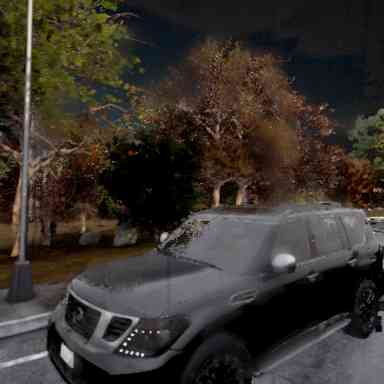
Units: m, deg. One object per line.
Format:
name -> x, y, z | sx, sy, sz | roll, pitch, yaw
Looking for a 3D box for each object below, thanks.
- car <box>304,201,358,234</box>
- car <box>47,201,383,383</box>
car -> 9.947, 1.694, 24.331 | 2.150, 2.045, 5.566 | 1, -1, 7
car -> 0.906, 1.234, 4.986 | 5.566, 2.045, 2.150 | 1, 0, -41
